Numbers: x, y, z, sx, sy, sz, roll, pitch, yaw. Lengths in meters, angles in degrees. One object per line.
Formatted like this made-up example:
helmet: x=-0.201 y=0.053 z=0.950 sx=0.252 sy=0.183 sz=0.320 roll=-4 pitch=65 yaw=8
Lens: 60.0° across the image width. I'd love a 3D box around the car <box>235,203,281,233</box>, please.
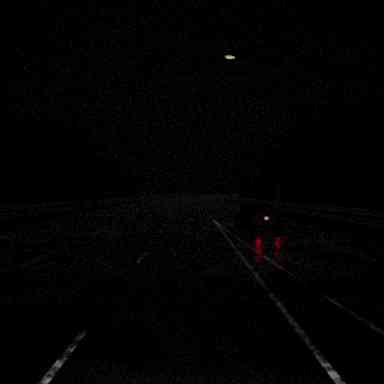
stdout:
car: x=3.863 y=1.472 z=19.968 sx=2.033 sy=1.649 sz=4.856 roll=0 pitch=0 yaw=-3
